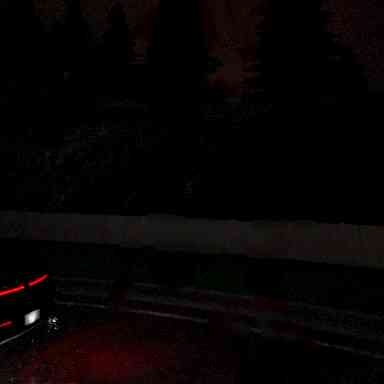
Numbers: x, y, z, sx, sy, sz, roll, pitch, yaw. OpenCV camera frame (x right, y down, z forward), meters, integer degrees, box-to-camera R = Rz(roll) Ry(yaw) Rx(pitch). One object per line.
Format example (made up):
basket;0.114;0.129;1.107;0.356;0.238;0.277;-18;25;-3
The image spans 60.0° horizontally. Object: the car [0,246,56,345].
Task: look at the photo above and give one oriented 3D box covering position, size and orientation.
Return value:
car;-4.542;1.460;4.999;4.892;1.490;1.837;0;-1;11
